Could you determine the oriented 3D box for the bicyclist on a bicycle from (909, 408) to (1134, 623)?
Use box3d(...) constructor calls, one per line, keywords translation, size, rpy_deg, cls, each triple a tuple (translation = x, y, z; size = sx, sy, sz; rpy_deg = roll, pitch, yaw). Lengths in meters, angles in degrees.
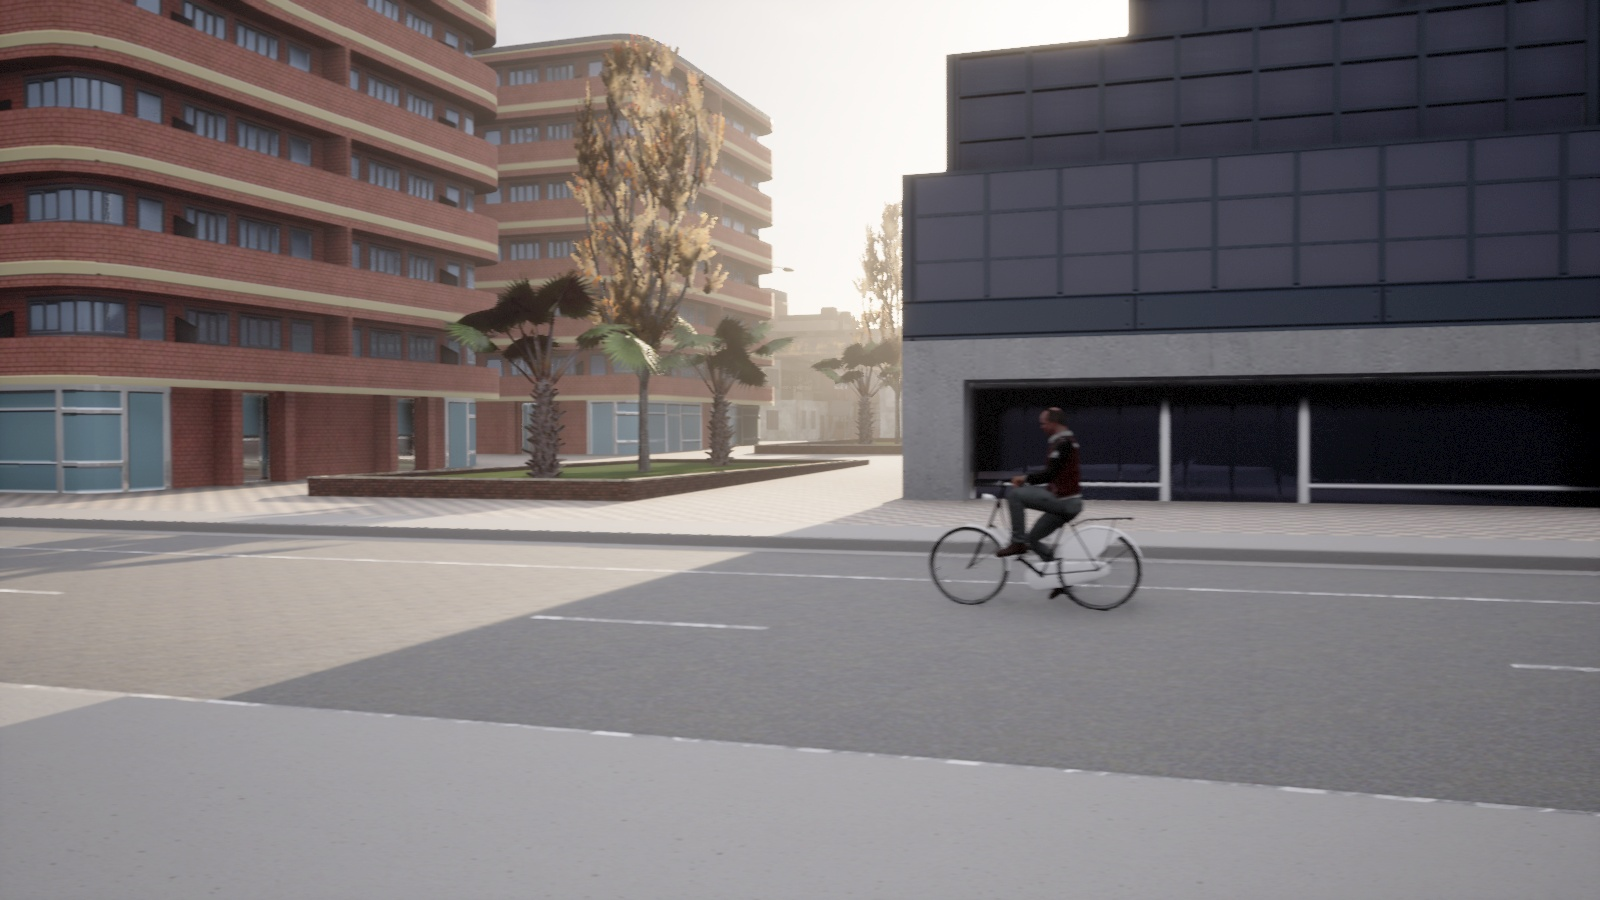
box3d(translation=(1.937, 0.529, 10.980), size=(1.843, 1.776, 0.659), rpy_deg=(1, 1, 19), cls="bicyclist on a bicycle")
